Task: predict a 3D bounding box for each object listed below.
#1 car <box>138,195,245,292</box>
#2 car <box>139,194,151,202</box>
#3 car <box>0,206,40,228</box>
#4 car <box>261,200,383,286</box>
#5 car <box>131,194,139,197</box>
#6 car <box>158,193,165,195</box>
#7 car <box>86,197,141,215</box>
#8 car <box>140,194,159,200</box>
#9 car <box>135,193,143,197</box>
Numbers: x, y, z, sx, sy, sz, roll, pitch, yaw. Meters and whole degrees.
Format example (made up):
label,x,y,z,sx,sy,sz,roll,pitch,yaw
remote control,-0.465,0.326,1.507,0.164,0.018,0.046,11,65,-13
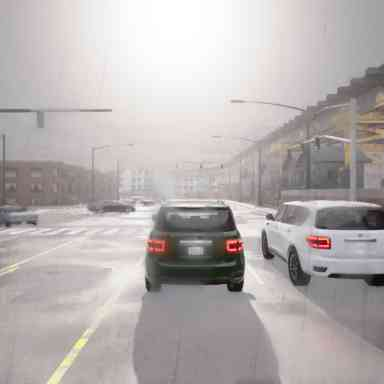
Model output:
label,x,y,z,sx,sy,sz,roll,pitch,yaw
car,0.030,1.236,9.116,2.150,2.045,5.566,0,0,-1
car,-10.815,1.429,76.621,2.097,1.767,4.553,0,0,0
car,-11.836,1.600,22.546,1.895,1.301,4.718,0,0,-39
car,3.526,1.246,9.614,2.150,2.045,5.566,0,0,0
car,-10.809,1.573,56.869,1.812,1.442,4.674,0,0,0
car,-7.320,1.310,77.997,2.150,2.045,5.566,0,0,0
car,-8.227,1.516,33.976,4.902,1.511,2.128,0,0,-33
car,-7.317,1.606,58.103,2.033,1.411,5.357,0,0,0
car,-10.792,1.281,66.535,2.150,2.045,5.566,0,0,0
